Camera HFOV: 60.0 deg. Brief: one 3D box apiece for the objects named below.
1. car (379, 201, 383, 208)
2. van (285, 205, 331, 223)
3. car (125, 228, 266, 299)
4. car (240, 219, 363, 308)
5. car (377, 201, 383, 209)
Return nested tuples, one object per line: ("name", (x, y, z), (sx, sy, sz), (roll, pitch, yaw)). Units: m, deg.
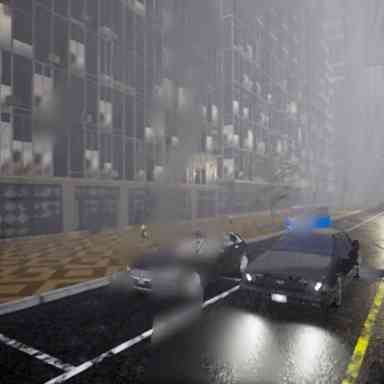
("car", (38.225, 2.383, 65.632), (1.802, 1.307, 4.206), (-1, -1, 34))
("van", (6.482, 1.613, 18.382), (1.690, 1.788, 3.998), (-1, -1, 34))
("car", (0.134, 1.704, 8.928), (2.008, 1.369, 4.403), (-1, -1, 34))
("car", (3.155, 1.680, 8.600), (2.033, 1.411, 5.357), (-1, -1, 34))
("car", (35.050, 2.297, 60.907), (1.887, 1.381, 4.507), (-1, -1, 34))
